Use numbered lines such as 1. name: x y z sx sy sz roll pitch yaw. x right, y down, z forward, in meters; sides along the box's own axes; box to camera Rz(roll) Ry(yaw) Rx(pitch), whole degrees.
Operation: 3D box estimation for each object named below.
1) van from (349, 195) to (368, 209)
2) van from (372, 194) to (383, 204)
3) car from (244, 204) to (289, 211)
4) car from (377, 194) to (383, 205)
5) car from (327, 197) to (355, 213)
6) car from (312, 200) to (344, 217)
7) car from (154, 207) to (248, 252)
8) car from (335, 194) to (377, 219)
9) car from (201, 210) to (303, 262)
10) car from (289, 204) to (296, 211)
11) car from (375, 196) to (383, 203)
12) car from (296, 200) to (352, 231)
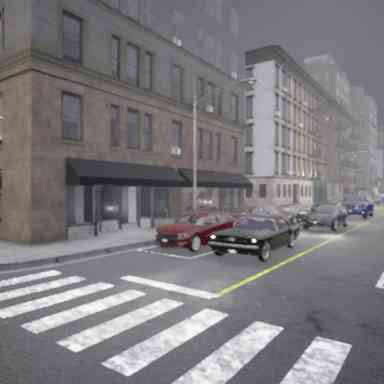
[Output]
1. van: 22.340 1.257 44.603 1.690 1.788 3.998 0 0 36
2. van: 34.920 1.237 62.207 1.690 1.788 3.998 0 0 36
3. car: 3.469 1.387 18.196 1.967 1.590 4.097 0 0 36
4. car: 31.774 1.467 57.807 1.947 1.339 4.313 0 0 36
5. car: 16.049 1.366 35.801 1.967 1.590 4.097 0 0 36
6. car: 12.904 1.476 31.400 1.887 1.381 4.507 0 0 36
7. car: 0.324 1.497 13.796 1.887 1.381 4.507 0 0 36
8. car: 14.321 1.170 28.993 2.150 2.045 5.566 0 0 35
9. car: 2.458 1.570 12.417 1.895 1.301 4.718 0 0 33
10. car: 6.614 1.492 22.598 2.008 1.369 4.403 0 0 36
11. car: 38.064 1.435 66.610 1.887 1.381 4.507 0 0 36
12. car: 8.281 1.464 20.571 1.837 1.490 4.892 0 0 36
